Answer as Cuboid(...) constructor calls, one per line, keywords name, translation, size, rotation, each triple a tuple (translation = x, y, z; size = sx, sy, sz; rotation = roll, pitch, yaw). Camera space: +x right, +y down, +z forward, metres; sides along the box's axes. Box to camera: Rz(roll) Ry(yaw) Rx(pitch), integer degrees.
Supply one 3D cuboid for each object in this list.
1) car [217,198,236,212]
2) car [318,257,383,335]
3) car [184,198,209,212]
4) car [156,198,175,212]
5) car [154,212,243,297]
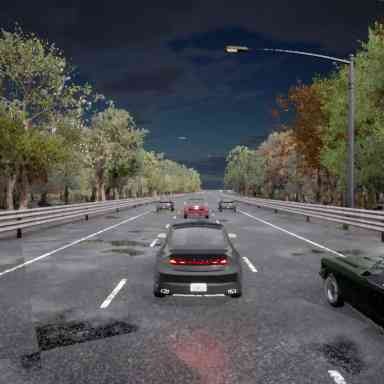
Cuboid(name="car", translation=(4.007, 1.479, 38.668), size=(2.128, 1.511, 4.902), rotation=(0, 0, 1))
Cuboid(name="car", translation=(3.614, 1.600, 4.996), size=(1.895, 1.301, 4.718), rotation=(0, 0, 0))
Cuboid(name="car", translation=(0.355, 1.344, 29.500), size=(2.097, 1.767, 4.553), rotation=(0, 0, 0))
Cuboid(name="car", translation=(-2.998, 1.479, 38.530), size=(2.128, 1.511, 4.902), rotation=(0, 0, 1))
Cuboid(name="car", translation=(0.133, 1.503, 8.532), size=(1.837, 1.490, 4.892), rotation=(0, 0, 0))
